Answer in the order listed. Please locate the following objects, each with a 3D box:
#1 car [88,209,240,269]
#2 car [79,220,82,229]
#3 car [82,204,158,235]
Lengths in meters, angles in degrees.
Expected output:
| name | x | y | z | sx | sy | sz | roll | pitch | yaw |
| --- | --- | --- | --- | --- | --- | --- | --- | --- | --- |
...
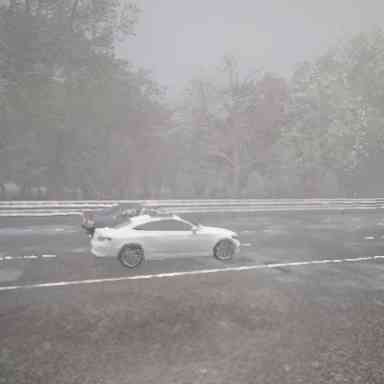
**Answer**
| name | x | y | z | sx | sy | sz | roll | pitch | yaw |
| --- | --- | --- | --- | --- | --- | --- | --- | --- | --- |
| car | -0.756 | 1.426 | 10.544 | 4.674 | 1.442 | 1.812 | 0 | 1 | -19 |
| car | -2.996 | 1.337 | 17.175 | 5.357 | 1.411 | 2.033 | 0 | 1 | -19 |
| car | -1.877 | 1.339 | 13.859 | 4.902 | 1.511 | 2.128 | 0 | 1 | -19 |
